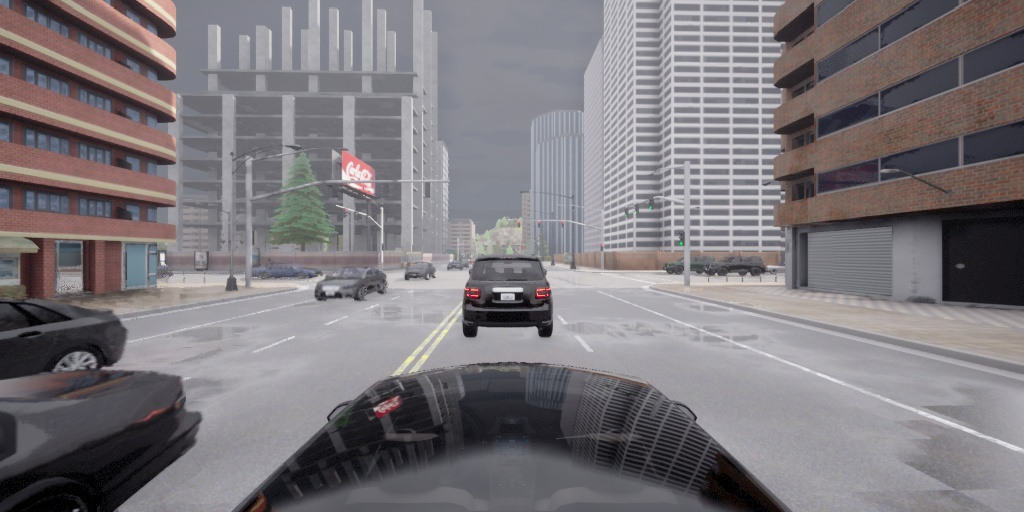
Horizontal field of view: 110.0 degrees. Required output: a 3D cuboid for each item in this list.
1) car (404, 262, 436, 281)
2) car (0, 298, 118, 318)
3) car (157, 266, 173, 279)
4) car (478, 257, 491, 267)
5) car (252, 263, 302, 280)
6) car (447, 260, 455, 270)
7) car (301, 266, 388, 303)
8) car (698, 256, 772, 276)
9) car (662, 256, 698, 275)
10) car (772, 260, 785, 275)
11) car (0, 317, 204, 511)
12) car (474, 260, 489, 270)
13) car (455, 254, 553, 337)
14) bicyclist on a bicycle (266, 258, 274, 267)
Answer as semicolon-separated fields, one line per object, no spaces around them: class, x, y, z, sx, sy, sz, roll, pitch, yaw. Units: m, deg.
car;-7.673;1.256;30.255;1.837;1.490;4.892;0;0;-1
car;-7.128;1.254;3.738;1.837;1.490;4.892;0;0;-1
car;-31.739;1.101;30.453;4.553;1.767;2.097;0;0;-1
car;-4.830;1.102;64.311;2.097;1.767;4.553;0;0;-1
car;-19.299;1.297;30.830;5.357;1.411;2.033;0;0;-3
car;-8.112;1.313;51.790;1.994;1.385;4.181;0;0;-1
car;-7.400;1.242;16.948;2.128;1.511;4.902;0;0;-1
car;21.996;0.971;35.550;5.566;2.045;2.150;0;0;-2
car;19.385;0.972;38.980;5.566;2.045;2.150;0;0;-1
car;29.515;1.351;39.231;4.718;1.301;1.895;0;0;-1
car;-3.564;1.298;0.679;2.033;1.411;5.357;0;0;-1
car;-4.666;1.314;54.620;1.994;1.385;4.181;0;0;-1
car;-0.120;0.971;10.397;2.150;2.045;5.566;0;0;-1
bicyclist on a bicycle;-28.705;1.051;42.519;0.582;1.620;1.656;0;0;-1
